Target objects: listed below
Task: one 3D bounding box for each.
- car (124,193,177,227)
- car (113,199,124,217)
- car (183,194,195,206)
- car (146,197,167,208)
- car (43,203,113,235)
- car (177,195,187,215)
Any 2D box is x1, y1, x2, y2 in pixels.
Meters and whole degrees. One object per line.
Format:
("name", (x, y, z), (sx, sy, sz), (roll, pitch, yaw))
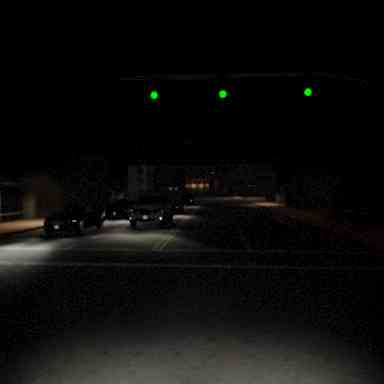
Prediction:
("car", (-2.546, 1.097, 22.069), (2.150, 2.045, 5.566), (0, 0, 4))
("car", (-5.680, 1.355, 27.438), (1.837, 1.490, 4.892), (0, 1, 4))
("car", (-0.731, 1.073, 47.673), (2.097, 1.767, 4.553), (0, 0, 4))
("car", (-4.570, 1.320, 43.222), (1.994, 1.385, 4.181), (0, 0, 4))
("car", (-6.311, 1.397, 18.328), (2.128, 1.511, 4.902), (0, 0, 4))
("car", (-1.856, 1.343, 31.924), (1.812, 1.442, 4.674), (0, 1, 4))
